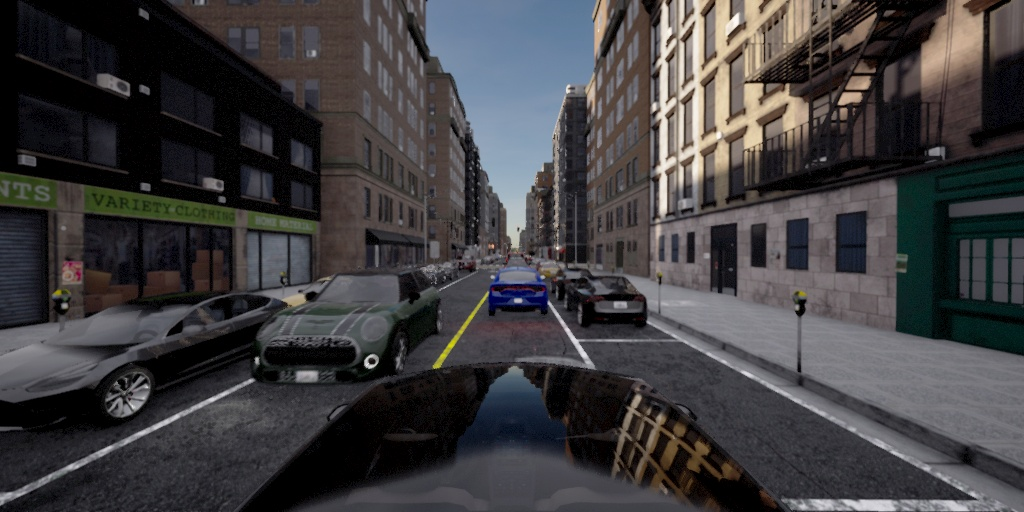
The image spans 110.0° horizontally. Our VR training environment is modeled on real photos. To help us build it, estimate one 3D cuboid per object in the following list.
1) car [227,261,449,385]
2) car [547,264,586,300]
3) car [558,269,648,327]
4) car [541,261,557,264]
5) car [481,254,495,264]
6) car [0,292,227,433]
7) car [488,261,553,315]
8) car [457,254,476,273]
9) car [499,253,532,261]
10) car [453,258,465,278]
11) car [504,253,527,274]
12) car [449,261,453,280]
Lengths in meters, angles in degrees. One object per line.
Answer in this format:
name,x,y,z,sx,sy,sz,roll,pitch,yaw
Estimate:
car,-2.806,1.056,7.197,2.097,1.767,4.553,0,0,1
car,2.788,1.194,16.424,1.948,1.339,4.313,0,0,1
car,2.725,1.240,11.012,1.948,1.339,4.313,0,0,1
car,2.914,1.060,27.419,1.751,1.417,4.829,0,0,1
car,-4.683,0.752,64.636,2.007,1.370,4.403,0,0,1
car,-5.362,1.282,5.701,1.948,1.339,4.313,0,0,1
car,0.210,1.135,13.013,1.882,1.535,5.008,0,1,1
car,-4.988,0.751,38.175,2.192,1.841,5.009,0,0,1
car,0.365,0.895,26.275,2.097,1.767,4.553,0,0,1
car,-5.112,1.083,27.351,2.007,1.370,4.403,0,0,1
car,0.388,0.670,36.945,2.150,2.045,5.566,0,1,1
car,-5.174,1.131,21.938,2.007,1.370,4.403,0,0,1
